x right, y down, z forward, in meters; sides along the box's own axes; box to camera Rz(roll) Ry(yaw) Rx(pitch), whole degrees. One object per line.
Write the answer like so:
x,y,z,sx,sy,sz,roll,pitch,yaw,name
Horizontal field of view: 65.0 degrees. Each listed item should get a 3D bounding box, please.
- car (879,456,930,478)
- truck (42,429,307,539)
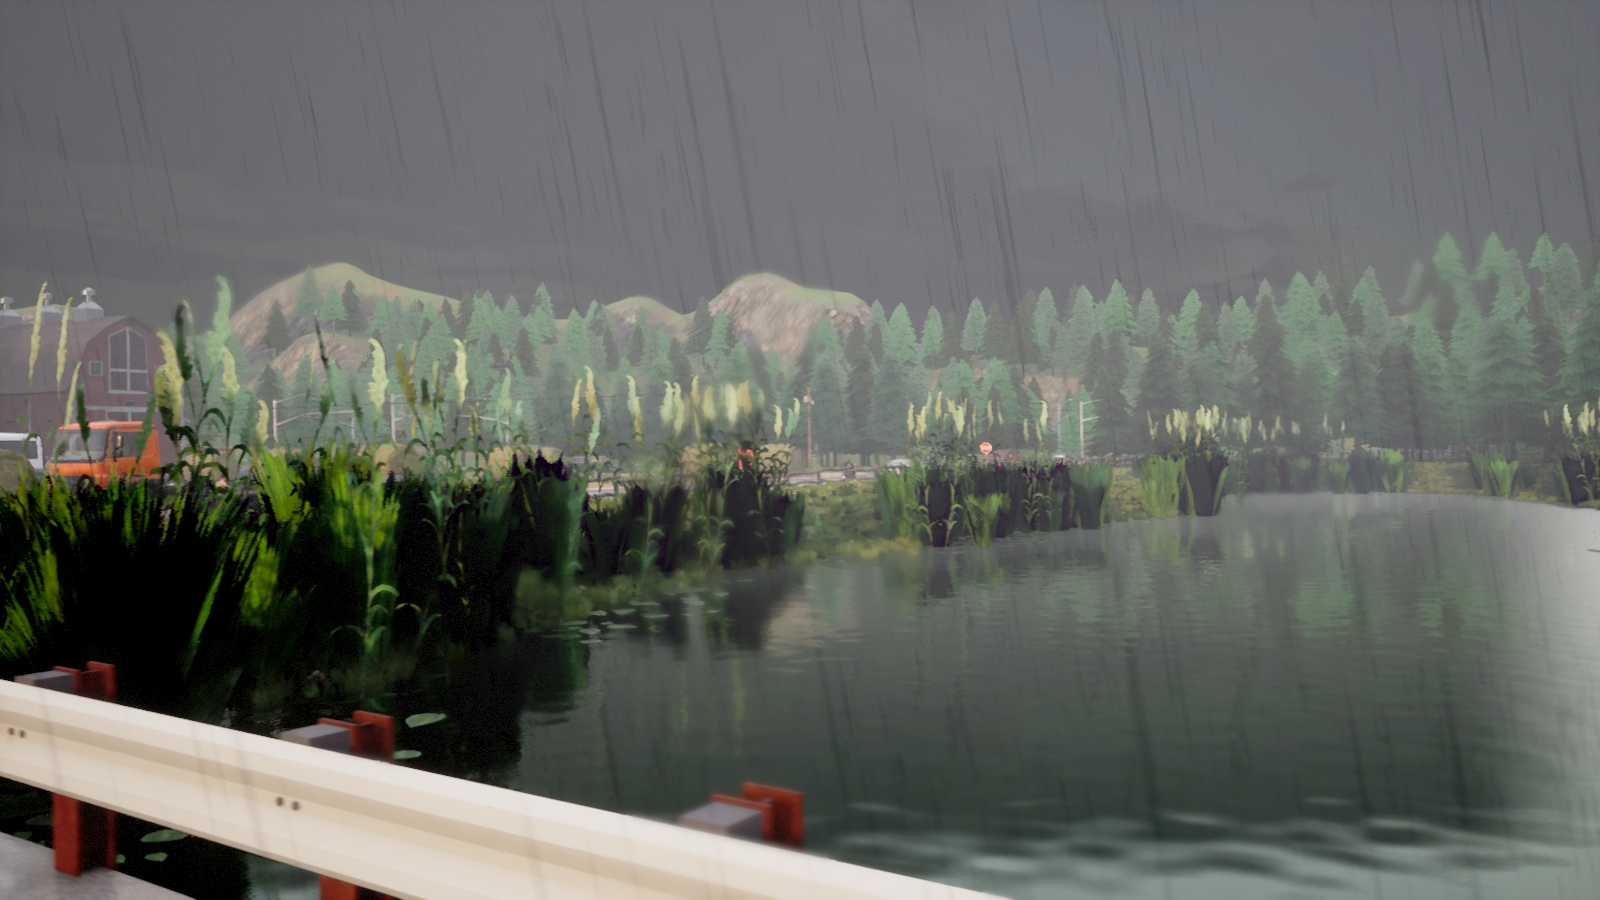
7.474,1.213,89.567,1.812,1.442,4.674,-2,0,28,car
-21.445,1.058,43.671,2.891,3.462,7.936,-2,0,28,truck
